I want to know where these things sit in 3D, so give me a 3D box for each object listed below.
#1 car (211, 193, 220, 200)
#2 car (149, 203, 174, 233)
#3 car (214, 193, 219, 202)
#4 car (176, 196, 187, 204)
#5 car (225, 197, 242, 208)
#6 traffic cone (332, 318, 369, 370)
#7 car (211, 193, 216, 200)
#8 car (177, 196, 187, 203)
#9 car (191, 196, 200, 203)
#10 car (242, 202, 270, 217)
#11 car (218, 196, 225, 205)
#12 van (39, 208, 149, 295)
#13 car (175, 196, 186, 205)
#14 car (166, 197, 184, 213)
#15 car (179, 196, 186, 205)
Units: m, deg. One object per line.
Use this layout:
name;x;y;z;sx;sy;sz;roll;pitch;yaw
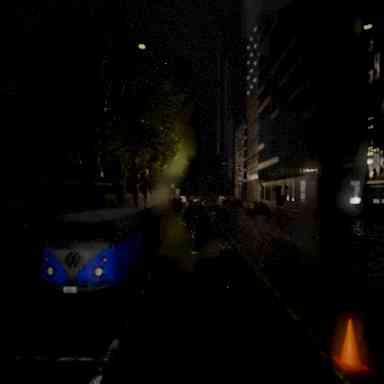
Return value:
car;6.459;1.283;93.591;2.192;1.841;5.009;1;0;0
car;-2.252;1.583;19.784;1.802;1.307;4.206;1;0;0
car;6.355;1.562;70.867;2.008;1.369;4.403;1;0;0
car;-2.050;1.526;65.247;2.008;1.369;4.403;1;0;0
car;6.255;1.582;48.141;1.887;1.381;4.507;1;0;0
traffic cone;2.090;1.971;4.401;0.340;0.580;0.340;0;0;0
car;6.430;1.563;87.908;1.802;1.307;4.206;1;0;0
car;-2.025;1.519;70.930;2.008;1.369;4.403;1;0;0
car;0.643;1.493;67.191;1.837;1.490;4.892;0;0;0
car;6.179;1.628;31.097;1.802;1.307;4.206;1;0;0
car;6.305;1.592;59.503;1.947;1.339;4.313;1;0;0
van;-2.299;1.337;8.419;1.690;1.788;3.998;1;0;0
car;-2.075;1.509;59.393;1.752;1.417;4.829;1;0;0
car;-2.176;1.546;36.832;1.887;1.381;4.507;1;0;0
car;-2.126;1.546;48.199;2.008;1.369;4.403;1;0;0
